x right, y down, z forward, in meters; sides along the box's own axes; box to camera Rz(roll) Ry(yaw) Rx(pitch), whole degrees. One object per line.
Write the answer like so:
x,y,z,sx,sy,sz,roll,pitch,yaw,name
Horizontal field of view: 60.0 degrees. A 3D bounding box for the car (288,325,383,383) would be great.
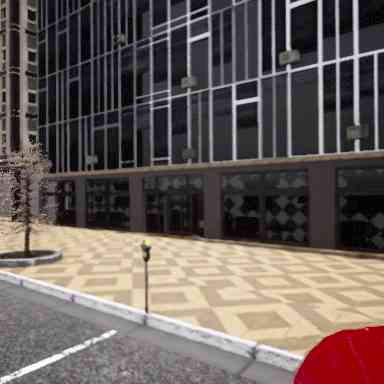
2.713,1.316,0.952,5.009,1.841,2.192,0,0,35,car
